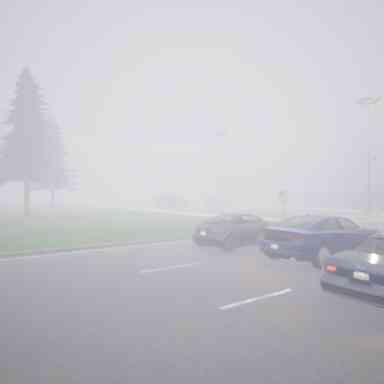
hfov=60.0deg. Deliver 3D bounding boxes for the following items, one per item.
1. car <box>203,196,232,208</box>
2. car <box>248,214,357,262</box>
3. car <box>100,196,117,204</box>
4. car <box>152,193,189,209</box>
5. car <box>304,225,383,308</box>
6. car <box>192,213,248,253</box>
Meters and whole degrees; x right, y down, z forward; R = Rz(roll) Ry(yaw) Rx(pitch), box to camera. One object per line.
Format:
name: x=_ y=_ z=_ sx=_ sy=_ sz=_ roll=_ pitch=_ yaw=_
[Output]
car: x=3.692 y=1.340 z=48.354 sx=2.097 sy=1.767 sz=4.553 roll=0 pitch=0 yaw=-36
car: x=4.451 y=1.474 z=11.241 sx=5.008 sy=1.535 sz=1.882 roll=1 pitch=0 yaw=-35
car: x=-16.049 y=1.482 z=63.778 sx=2.128 sy=1.511 sz=4.902 roll=0 pitch=0 yaw=-36
car: x=-2.712 y=1.213 z=45.241 sx=2.150 sy=2.045 sz=5.566 roll=0 pitch=0 yaw=-36
car: x=5.067 y=1.545 z=7.386 sx=5.357 sy=1.411 sz=2.033 roll=0 pitch=0 yaw=-35
car: x=2.070 y=1.559 z=13.842 sx=4.181 sy=1.385 sz=1.994 roll=0 pitch=0 yaw=-35
